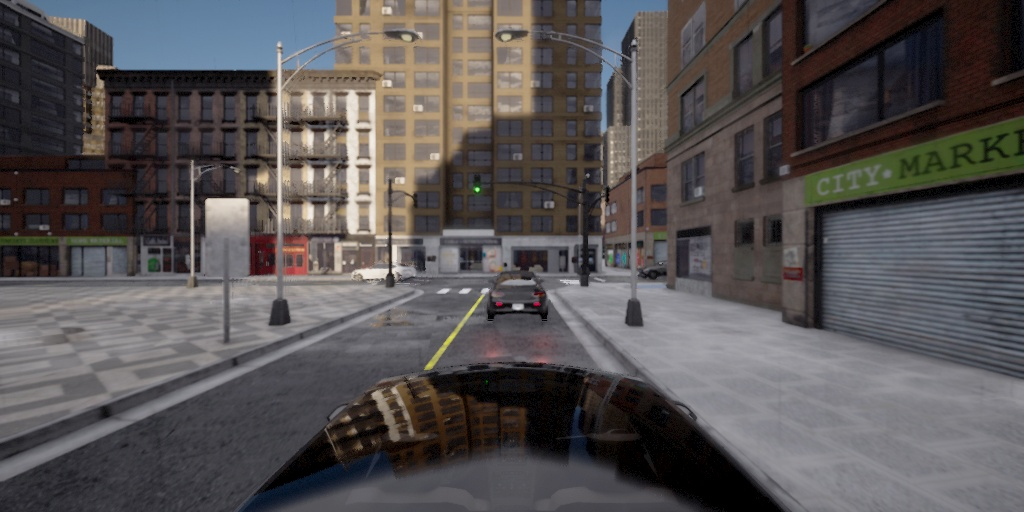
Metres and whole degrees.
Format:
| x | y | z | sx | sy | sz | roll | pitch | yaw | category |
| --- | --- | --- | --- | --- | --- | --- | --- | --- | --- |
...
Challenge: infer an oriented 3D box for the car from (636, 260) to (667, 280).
| x | y | z | sx | sy | sz | roll | pitch | yaw | category |
| --- | --- | --- | --- | --- | --- | --- | --- | --- | --- |
| 11.824 | 0.989 | 27.070 | 4.674 | 1.442 | 1.812 | -1 | 0 | -2 | car |

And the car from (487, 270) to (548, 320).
| x | y | z | sx | sy | sz | roll | pitch | yaw | category |
| --- | --- | --- | --- | --- | --- | --- | --- | --- | --- |
| 0.161 | 1.204 | 12.092 | 1.812 | 1.442 | 4.674 | 0 | 0 | 0 | car |

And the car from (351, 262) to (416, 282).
| x | y | z | sx | sy | sz | roll | pitch | yaw | category |
| --- | --- | --- | --- | --- | --- | --- | --- | --- | --- |
| -9.479 | 1.180 | 26.582 | 4.674 | 1.442 | 1.812 | 0 | 0 | 6 | car |
